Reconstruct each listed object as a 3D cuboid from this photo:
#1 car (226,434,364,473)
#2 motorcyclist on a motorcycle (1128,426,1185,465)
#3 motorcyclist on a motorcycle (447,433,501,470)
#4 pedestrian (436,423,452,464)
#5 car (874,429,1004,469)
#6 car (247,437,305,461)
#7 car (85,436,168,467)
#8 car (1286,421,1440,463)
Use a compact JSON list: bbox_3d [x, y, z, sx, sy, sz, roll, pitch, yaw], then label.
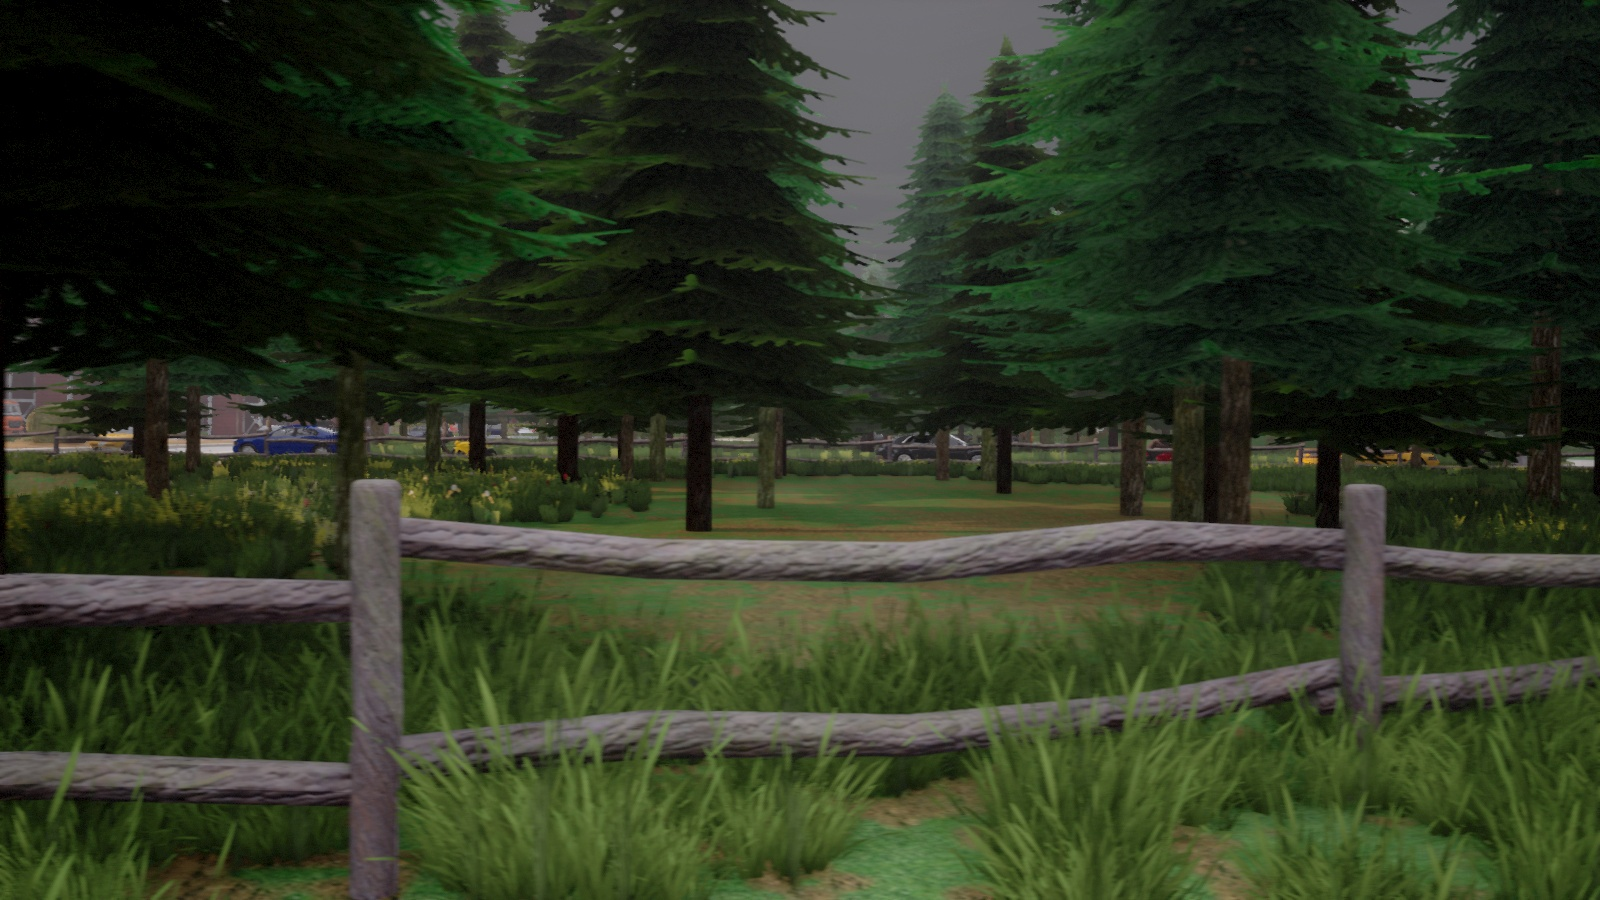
[{"bbox_3d":[-21.166,0.147,52.722,5.008,1.535,1.882,-1,1,0],"label":"car"},{"bbox_3d":[14.133,-0.184,49.832,2.044,1.523,0.797,-1,1,-1],"label":"motorcyclist on a motorcycle"},{"bbox_3d":[-13.682,0.069,52.704,2.044,1.523,0.797,-1,1,0],"label":"motorcyclist on a motorcycle"},{"bbox_3d":[-16.273,-0.298,57.445,0.634,1.846,0.331,-1,1,-2],"label":"pedestrian"},{"bbox_3d":[5.437,-0.062,49.628,4.892,1.490,1.837,-1,1,-1],"label":"car"},{"bbox_3d":[-33.496,-0.088,80.347,1.837,1.490,4.892,-1,1,-3],"label":"car"},{"bbox_3d":[-36.456,0.070,68.141,1.801,1.575,5.366,-1,1,-3],"label":"car"},{"bbox_3d":[22.383,-0.322,50.031,5.366,1.575,1.801,-1,1,-2],"label":"car"}]
